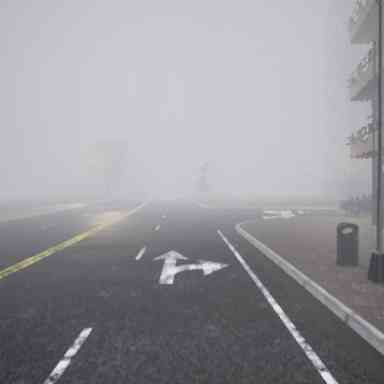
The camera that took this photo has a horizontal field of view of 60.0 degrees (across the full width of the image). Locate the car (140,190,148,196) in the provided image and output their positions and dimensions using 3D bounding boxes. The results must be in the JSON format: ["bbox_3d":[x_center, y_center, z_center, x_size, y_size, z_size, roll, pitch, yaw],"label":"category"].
[{"bbox_3d":[-11.290,0.191,78.474,1.994,1.385,4.181,0,1,-7],"label":"car"}]

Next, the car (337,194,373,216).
[{"bbox_3d":[13.731,1.000,25.288,4.902,1.511,2.128,0,1,13],"label":"car"}]

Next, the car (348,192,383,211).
[{"bbox_3d":[16.726,0.868,30.435,4.097,1.590,1.967,0,1,13],"label":"car"}]

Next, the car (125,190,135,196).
[{"bbox_3d":[-14.517,0.199,78.085,1.994,1.385,4.181,0,1,-7],"label":"car"}]
